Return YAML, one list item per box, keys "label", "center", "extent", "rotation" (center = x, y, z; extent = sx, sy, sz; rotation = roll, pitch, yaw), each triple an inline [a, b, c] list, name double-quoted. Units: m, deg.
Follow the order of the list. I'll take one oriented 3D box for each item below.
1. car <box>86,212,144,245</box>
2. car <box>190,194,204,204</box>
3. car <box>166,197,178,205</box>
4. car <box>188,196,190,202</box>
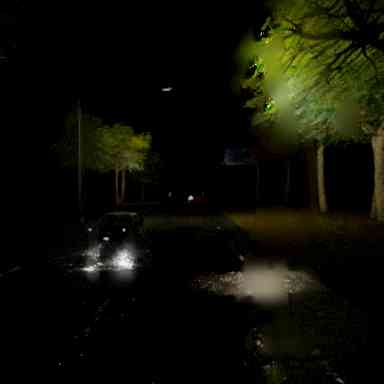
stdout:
- label: "car"
  center: [-3.603, 1.672, 16.237]
  extent: [1.895, 1.301, 4.718]
  rotation: [0, 0, 0]
- label: "car"
  center: [1.221, 1.318, 64.582]
  extent: [2.150, 2.045, 5.566]
  rotation: [0, 0, 0]
- label: "car"
  center: [-3.540, 1.604, 58.921]
  extent: [2.033, 1.411, 5.357]
  rotation: [0, 0, 1]
- label: "car"
  center: [-0.005, 1.699, 83.421]
  extent: [1.812, 1.442, 4.674]
  rotation: [0, -1, 0]
